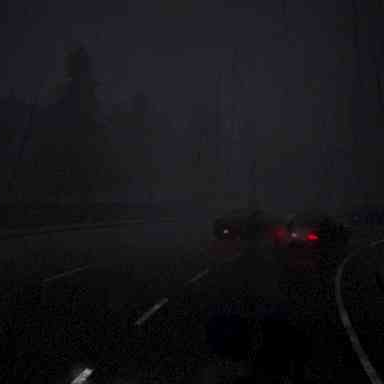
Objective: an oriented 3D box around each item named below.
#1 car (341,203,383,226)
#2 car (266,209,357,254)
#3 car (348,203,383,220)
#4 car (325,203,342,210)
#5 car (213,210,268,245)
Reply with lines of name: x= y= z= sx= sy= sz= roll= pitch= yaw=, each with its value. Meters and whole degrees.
car: x=14.237 y=1.790 z=26.107 sx=5.008 sy=1.535 sz=1.882 roll=1 pitch=-1 yaw=-34
car: x=5.327 y=1.695 z=14.270 sx=2.033 sy=1.411 sz=5.357 roll=0 pitch=-1 yaw=37
car: x=17.781 y=1.873 z=32.806 sx=5.008 sy=1.535 sz=1.882 roll=1 pitch=0 yaw=-33
car: x=15.885 y=1.956 z=35.749 sx=4.674 sy=1.442 sz=1.812 roll=1 pitch=0 yaw=-33
car: x=2.975 y=1.619 z=16.703 sx=1.882 sy=1.535 sz=5.008 roll=0 pitch=-1 yaw=36
